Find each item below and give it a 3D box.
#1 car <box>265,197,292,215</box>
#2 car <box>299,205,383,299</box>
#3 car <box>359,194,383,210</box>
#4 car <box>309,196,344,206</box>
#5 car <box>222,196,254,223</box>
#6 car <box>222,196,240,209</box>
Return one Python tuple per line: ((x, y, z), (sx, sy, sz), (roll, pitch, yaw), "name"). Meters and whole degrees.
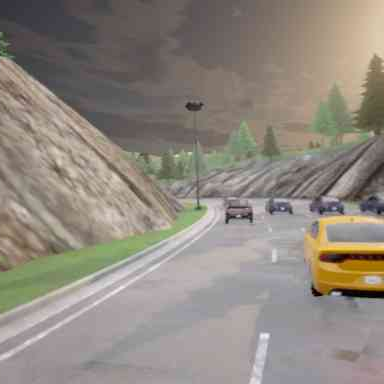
((7.559, 1.161, 29.206), (1.812, 1.442, 4.674), (-2, 0, 6), "car")
((3.724, 1.311, 8.031), (1.882, 1.535, 5.008), (-2, 0, 15), "car")
((14.087, 0.911, 24.769), (1.812, 1.442, 4.674), (-2, 0, 7), "car")
((10.838, 1.035, 26.982), (1.812, 1.442, 4.674), (-2, 0, 7), "car")
((3.352, 1.307, 23.630), (2.128, 1.511, 4.902), (-2, 0, 9), "car")
((4.812, 1.244, 41.207), (1.812, 1.442, 4.674), (-2, 0, 2), "car")
